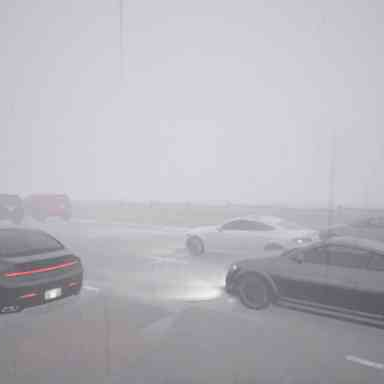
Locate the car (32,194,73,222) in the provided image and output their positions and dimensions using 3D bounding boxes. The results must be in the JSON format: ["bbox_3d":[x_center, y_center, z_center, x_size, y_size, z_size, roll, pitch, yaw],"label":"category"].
[{"bbox_3d":[-11.297,1.143,24.951,5.566,2.045,2.150,0,0,35],"label":"car"}]

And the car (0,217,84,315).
[{"bbox_3d":[-4.346,1.480,7.095,4.892,1.490,1.837,0,0,36],"label":"car"}]

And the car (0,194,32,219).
[{"bbox_3d":[-13.335,1.143,22.104,5.566,2.045,2.150,0,0,36],"label":"car"}]

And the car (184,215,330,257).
[{"bbox_3d":[1.891,1.509,11.226,4.674,1.442,1.812,0,0,35],"label":"car"}]

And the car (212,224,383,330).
[{"bbox_3d":[2.737,1.559,6.339,4.181,1.385,1.994,0,0,36],"label":"car"}]

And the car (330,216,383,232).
[{"bbox_3d":[6.711,1.559,12.103,4.181,1.385,1.994,0,0,36],"label":"car"}]
